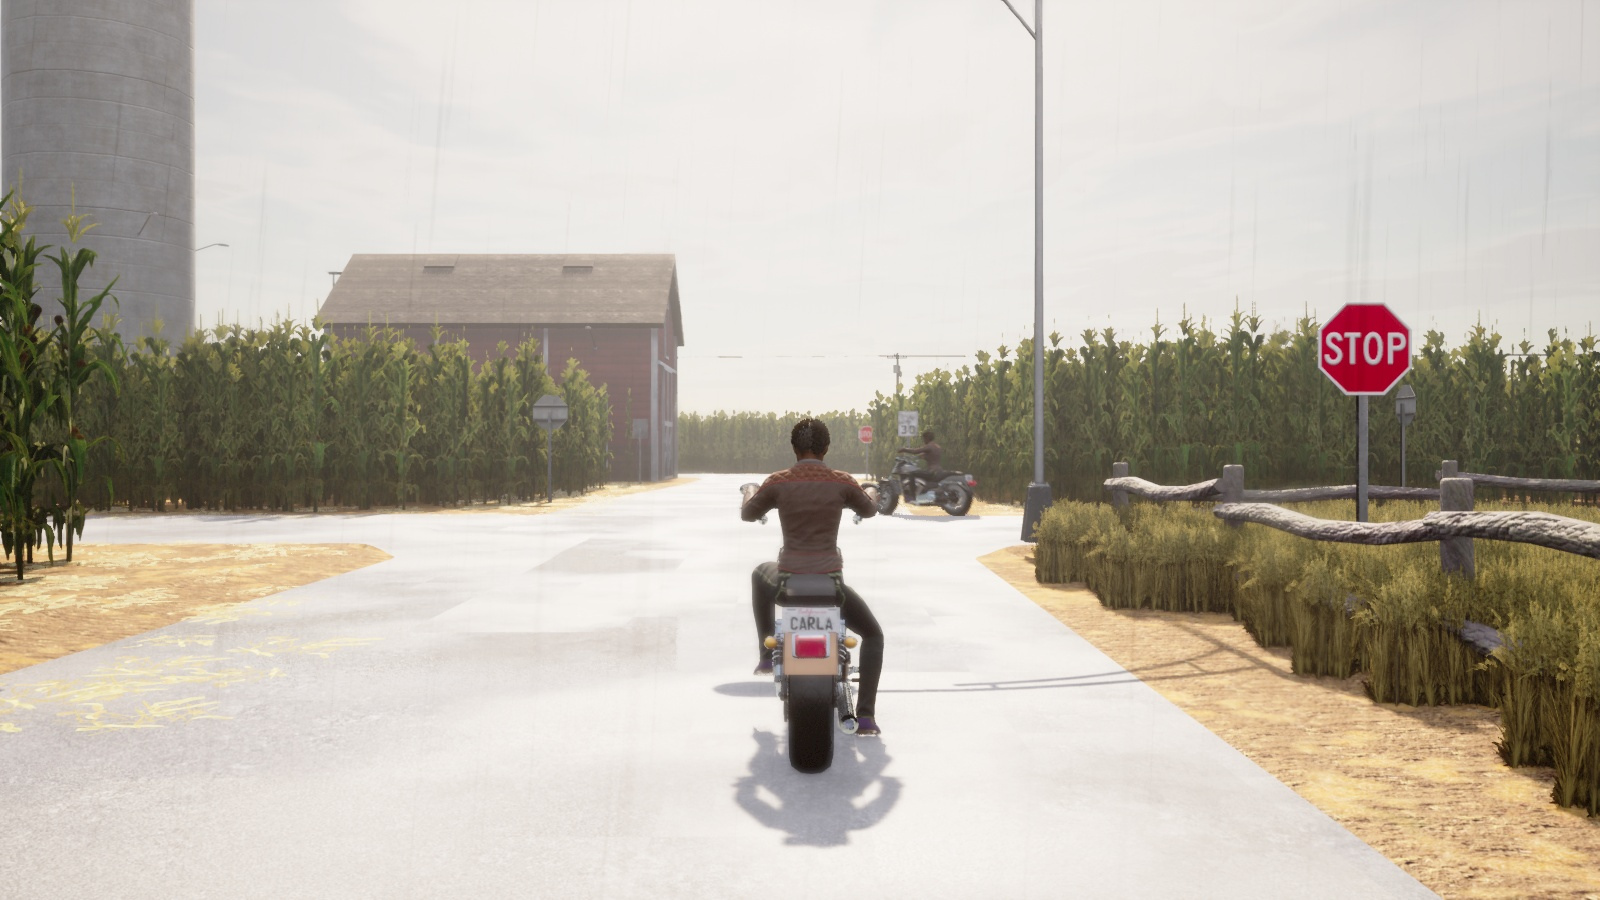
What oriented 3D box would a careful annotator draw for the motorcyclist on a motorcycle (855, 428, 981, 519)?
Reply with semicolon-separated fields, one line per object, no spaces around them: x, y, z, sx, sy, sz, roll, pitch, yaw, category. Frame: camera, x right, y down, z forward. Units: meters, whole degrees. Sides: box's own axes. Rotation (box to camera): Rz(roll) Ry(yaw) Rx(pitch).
2.211;0.454;23.811;2.350;1.649;0.766;-1;-2;40;motorcyclist on a motorcycle

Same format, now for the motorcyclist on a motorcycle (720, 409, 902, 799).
0.053;0.647;6.489;0.766;1.649;2.350;0;0;0;motorcyclist on a motorcycle
